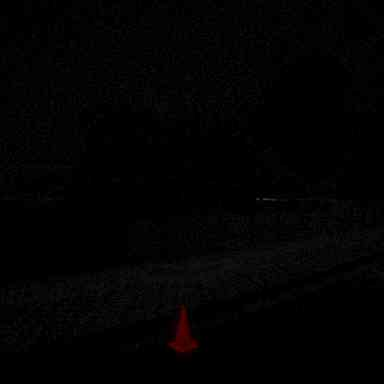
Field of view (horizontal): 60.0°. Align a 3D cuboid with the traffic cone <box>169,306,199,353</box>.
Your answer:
[{"bbox_3d":[-0.119,2.005,4.976,0.340,0.580,0.340,1,-1,-38],"label":"traffic cone"}]
